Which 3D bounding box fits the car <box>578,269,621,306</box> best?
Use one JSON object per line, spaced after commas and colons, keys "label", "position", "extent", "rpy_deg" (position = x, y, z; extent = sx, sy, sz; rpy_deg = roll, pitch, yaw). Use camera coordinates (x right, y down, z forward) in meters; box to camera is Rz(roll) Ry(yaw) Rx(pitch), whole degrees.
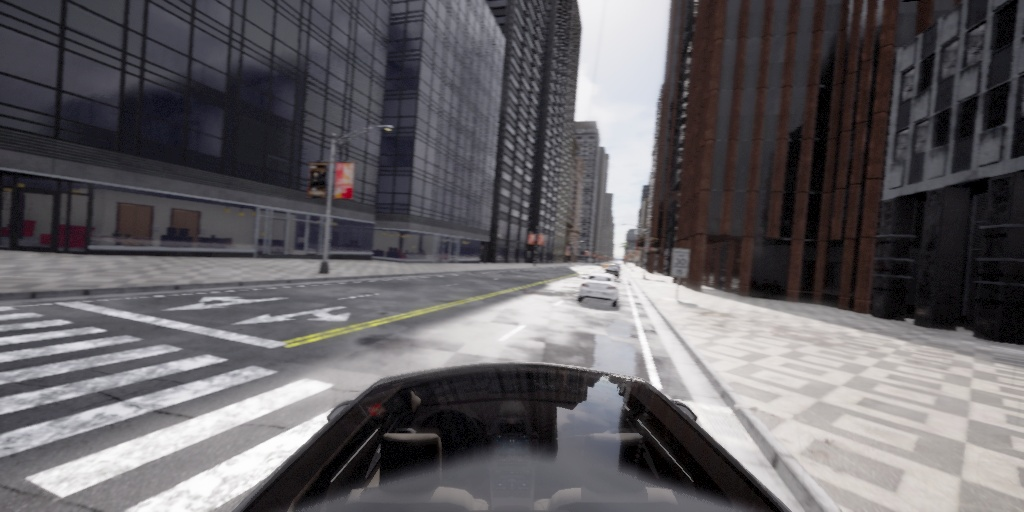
{"label": "car", "position": [4.525, 1.590, 18.388], "extent": [1.812, 1.442, 4.674], "rpy_deg": [5, 0, 17]}

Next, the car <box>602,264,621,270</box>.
{"label": "car", "position": [13.010, 2.166, 46.510], "extent": [1.837, 1.490, 4.892], "rpy_deg": [5, 0, 17]}
